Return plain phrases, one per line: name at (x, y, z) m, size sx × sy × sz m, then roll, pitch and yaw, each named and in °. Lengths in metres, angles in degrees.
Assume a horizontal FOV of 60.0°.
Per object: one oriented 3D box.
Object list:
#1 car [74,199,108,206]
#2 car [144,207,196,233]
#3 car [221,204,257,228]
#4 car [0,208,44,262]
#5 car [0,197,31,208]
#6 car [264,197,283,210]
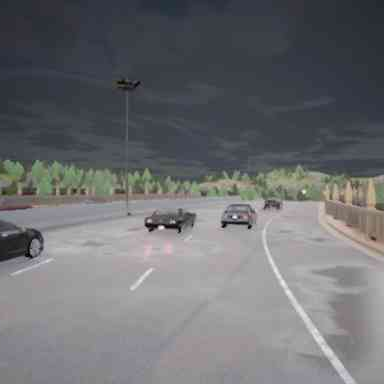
car at (-9.035, 1.375, 30.142) m, size 2.033 × 1.411 × 5.357 m, roll 0°, pitch 0°, yaw 18°
car at (-1.058, 1.512, 19.009) m, size 1.895 × 1.301 × 4.718 m, roll 0°, pitch 0°, yaw 13°
car at (3.102, 1.467, 21.381) m, size 2.033 × 1.411 × 5.357 m, roll 0°, pitch 0°, yaw 15°
car at (-6.176, 1.435, 9.510) m, size 1.837 × 1.490 × 4.892 m, roll 0°, pitch 0°, yaw 6°
car at (-14.198, 1.178, 24.772) m, size 2.097 × 1.767 × 4.553 m, roll 0°, pitch 0°, yaw 14°
car at (10.041, 1.371, 40.943) m, size 1.837 × 1.490 × 4.892 m, roll 0°, pitch 0°, yaw 21°
